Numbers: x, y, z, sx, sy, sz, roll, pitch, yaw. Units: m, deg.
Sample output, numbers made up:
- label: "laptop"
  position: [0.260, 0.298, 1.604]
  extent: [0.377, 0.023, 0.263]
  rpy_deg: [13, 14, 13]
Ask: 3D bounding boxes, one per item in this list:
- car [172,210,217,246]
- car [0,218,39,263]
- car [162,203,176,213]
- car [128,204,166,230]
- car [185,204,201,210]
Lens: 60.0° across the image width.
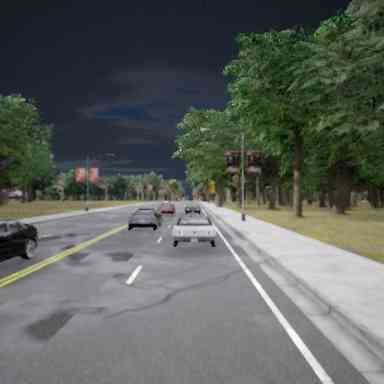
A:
- label: "car"
  position: [0.103, 1.758, 16.115]
  extent: [1.895, 1.301, 4.718]
  rpy_deg: [0, -1, 0]
- label: "car"
  position: [-6.498, 1.587, 10.216]
  extent: [2.128, 1.511, 4.902]
  rpy_deg: [0, -1, 0]
- label: "car"
  position: [-3.143, 2.035, 41.747]
  extent: [1.994, 1.385, 4.181]
  rpy_deg: [0, -1, 0]
- label: "car"
  position: [-3.147, 1.803, 23.033]
  extent: [1.994, 1.385, 4.181]
  rpy_deg: [0, -1, 0]
- label: "car"
  position: [0.107, 2.055, 40.433]
  extent: [1.895, 1.301, 4.718]
  rpy_deg: [0, -1, 0]
